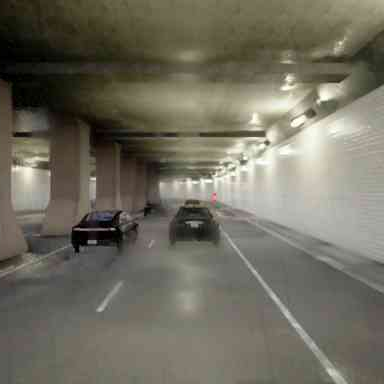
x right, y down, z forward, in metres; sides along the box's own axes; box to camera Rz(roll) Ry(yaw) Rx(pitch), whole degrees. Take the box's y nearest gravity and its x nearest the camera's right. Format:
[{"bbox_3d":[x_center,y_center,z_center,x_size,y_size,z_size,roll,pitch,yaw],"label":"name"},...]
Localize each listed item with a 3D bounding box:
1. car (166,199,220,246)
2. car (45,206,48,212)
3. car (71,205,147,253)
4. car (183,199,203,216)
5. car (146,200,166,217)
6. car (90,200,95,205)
[{"bbox_3d":[0.099,1.356,15.443,2.097,1.767,4.553,0,0,0],"label":"car"},{"bbox_3d":[-14.093,1.573,35.779,1.994,1.385,4.181,0,0,0],"label":"car"},{"bbox_3d":[-3.401,1.495,13.771,2.128,1.511,4.902,0,0,0],"label":"car"},{"bbox_3d":[0.098,1.486,33.376,1.882,1.535,5.008,0,0,0],"label":"car"},{"bbox_3d":[-3.402,1.499,31.751,2.128,1.511,4.902,0,0,0],"label":"car"},{"bbox_3d":[-10.599,1.556,35.051,2.033,1.411,5.357,0,0,0],"label":"car"}]
